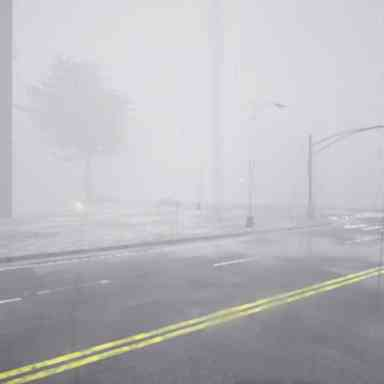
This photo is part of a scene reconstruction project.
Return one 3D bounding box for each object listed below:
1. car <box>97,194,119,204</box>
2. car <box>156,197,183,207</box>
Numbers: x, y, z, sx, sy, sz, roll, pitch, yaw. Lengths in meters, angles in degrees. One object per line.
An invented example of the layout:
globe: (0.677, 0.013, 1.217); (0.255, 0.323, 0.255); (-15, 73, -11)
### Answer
car: (-14.828, 1.181, 58.498); (2.097, 1.767, 4.553); (0, 0, -44)
car: (-3.123, 1.370, 45.463); (1.994, 1.385, 4.181); (0, 0, -41)
